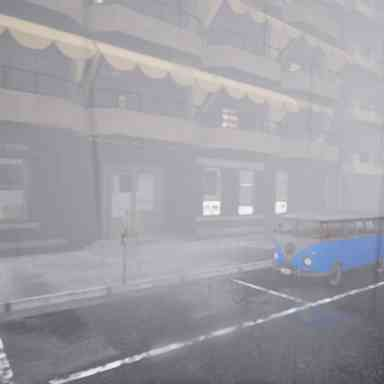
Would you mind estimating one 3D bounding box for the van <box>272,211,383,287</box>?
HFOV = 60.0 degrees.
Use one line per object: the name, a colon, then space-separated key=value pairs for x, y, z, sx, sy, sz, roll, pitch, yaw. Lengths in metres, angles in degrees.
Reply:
van: x=4.027 y=1.460 z=9.427 sx=3.998 sy=1.788 sz=1.690 roll=1 pitch=0 yaw=-35
